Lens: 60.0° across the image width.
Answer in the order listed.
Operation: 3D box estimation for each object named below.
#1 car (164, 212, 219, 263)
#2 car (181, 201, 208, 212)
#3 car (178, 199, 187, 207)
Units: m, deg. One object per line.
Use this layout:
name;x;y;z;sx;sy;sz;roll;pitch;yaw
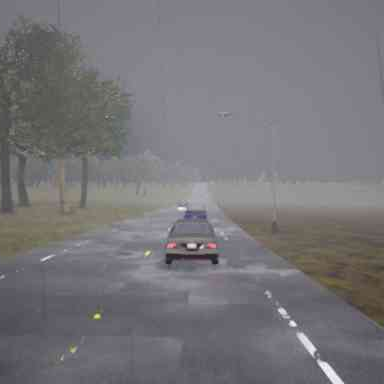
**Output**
car;0.014;1.698;12.515;2.033;1.411;5.357;0;-1;1
car;0.365;1.845;29.191;1.882;1.535;5.008;0;0;3
car;-1.681;2.187;65.605;2.128;1.511;4.902;0;0;3
